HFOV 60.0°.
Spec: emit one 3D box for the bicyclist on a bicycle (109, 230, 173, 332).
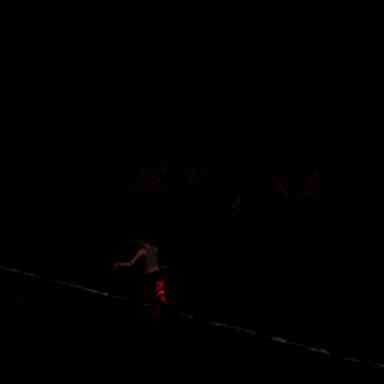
[{"bbox_3d":[-0.910,1.454,5.681,1.509,1.612,0.866,0,0,36],"label":"bicyclist on a bicycle"}]
